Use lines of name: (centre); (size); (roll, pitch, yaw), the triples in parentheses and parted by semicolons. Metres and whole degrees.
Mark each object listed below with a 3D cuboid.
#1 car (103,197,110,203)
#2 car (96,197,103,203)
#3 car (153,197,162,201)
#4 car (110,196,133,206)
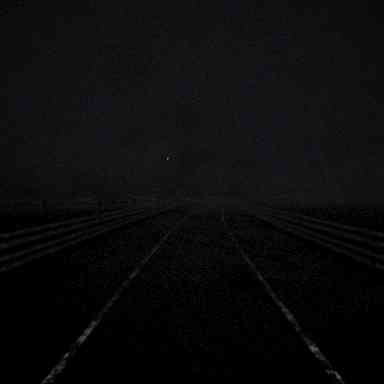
car: (-14.241, 1.577, 63.346); (1.882, 1.535, 5.008); (0, -1, 17)
car: (-16.990, 1.671, 66.275); (2.033, 1.411, 5.357); (0, -1, 17)
car: (-7.972, 1.951, 82.518); (1.994, 1.385, 4.181); (0, -1, 19)
car: (-12.065, 1.603, 58.542); (1.994, 1.385, 4.181); (0, -1, 17)
